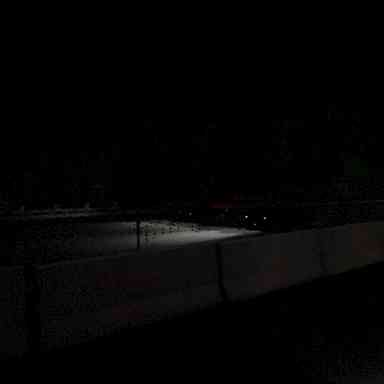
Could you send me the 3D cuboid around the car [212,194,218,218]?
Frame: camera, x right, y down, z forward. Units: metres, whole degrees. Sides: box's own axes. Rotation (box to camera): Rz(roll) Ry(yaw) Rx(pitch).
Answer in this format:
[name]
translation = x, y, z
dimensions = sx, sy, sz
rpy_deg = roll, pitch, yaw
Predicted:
[car]
translation = 3.435, 1.097, 23.511
dimensions = 5.008, 1.535, 1.882
rpy_deg = 0, 0, -35
